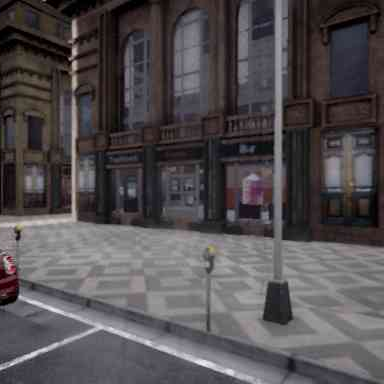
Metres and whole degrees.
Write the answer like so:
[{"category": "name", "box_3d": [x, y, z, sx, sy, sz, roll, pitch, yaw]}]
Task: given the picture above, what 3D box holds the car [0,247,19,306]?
[{"category": "car", "box_3d": [-5.365, 1.441, 6.784, 4.097, 1.590, 1.967, 0, 0, 35]}]
